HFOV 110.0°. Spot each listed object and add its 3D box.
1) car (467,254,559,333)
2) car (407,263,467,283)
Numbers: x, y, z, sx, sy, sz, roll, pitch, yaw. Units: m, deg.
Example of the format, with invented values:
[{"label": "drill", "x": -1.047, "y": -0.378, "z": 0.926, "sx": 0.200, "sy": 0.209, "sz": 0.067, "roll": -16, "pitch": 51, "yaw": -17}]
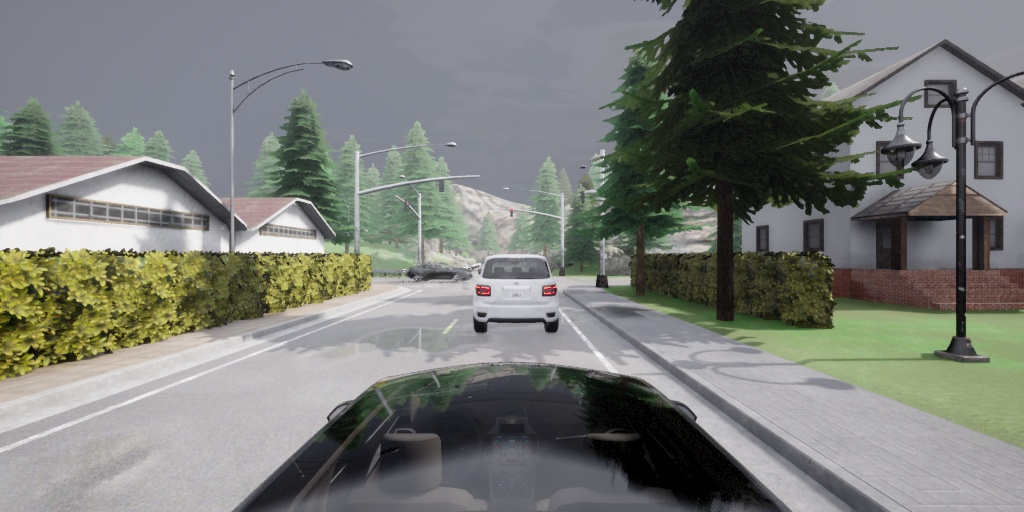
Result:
[{"label": "car", "x": 0.106, "y": 0.971, "z": 10.912, "sx": 2.150, "sy": 2.045, "sz": 5.566, "roll": 0, "pitch": 0, "yaw": 0}, {"label": "car", "x": -5.403, "y": 1.239, "z": 27.062, "sx": 4.902, "sy": 1.511, "sz": 2.128, "roll": 0, "pitch": 0, "yaw": 0}]
